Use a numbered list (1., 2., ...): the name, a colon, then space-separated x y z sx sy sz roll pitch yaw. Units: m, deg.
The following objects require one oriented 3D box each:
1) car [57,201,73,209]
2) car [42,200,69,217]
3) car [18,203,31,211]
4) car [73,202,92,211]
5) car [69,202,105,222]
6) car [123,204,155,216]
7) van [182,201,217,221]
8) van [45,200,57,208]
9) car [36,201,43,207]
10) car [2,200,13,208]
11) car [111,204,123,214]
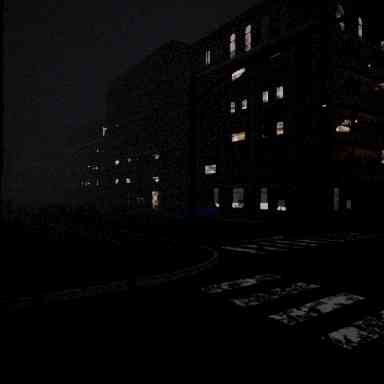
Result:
1. car: -25.927 2.595 67.707 1.967 1.590 4.097 -1 0 -36
2. car: -16.161 2.094 39.966 1.967 1.590 4.097 -1 0 -36
3. car: -29.267 2.551 58.129 1.752 1.417 4.829 -1 0 -36
4. car: -19.422 2.496 58.694 1.752 1.417 4.829 -1 0 -36
5. car: -9.558 1.908 30.816 1.967 1.590 4.097 -1 0 -36
6. car: -6.215 2.122 40.394 1.752 1.417 4.829 -1 0 -36
7. van: 0.622 1.750 31.206 1.690 1.788 3.998 -1 0 -36
8. van: -32.534 2.684 76.858 1.690 1.788 3.998 -1 0 -36
9. car: -39.131 3.097 86.006 1.947 1.339 4.313 -1 0 -36
10. car: -42.577 2.719 76.568 2.192 1.841 5.009 -1 0 -36
11. car: -9.417 2.253 44.831 1.947 1.339 4.313 -1 0 -36
